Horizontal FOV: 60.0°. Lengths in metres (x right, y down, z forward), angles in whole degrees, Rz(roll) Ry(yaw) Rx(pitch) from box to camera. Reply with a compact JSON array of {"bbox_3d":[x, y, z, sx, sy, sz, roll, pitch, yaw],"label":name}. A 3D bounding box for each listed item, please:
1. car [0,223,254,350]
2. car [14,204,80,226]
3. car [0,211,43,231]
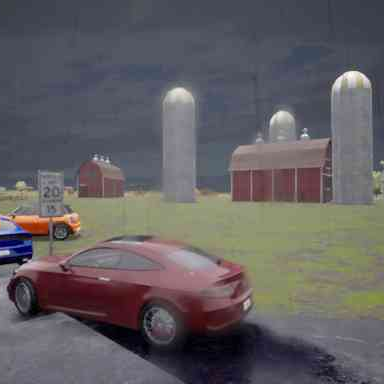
[{"bbox_3d":[-1.228,1.529,6.078,4.674,1.442,1.812,0,0,26],"label":"car"},{"bbox_3d":[-7.910,1.372,16.333,4.553,1.767,2.097,0,0,-9],"label":"car"},{"bbox_3d":[-6.837,1.481,10.614,5.008,1.535,1.882,0,0,43],"label":"car"}]
